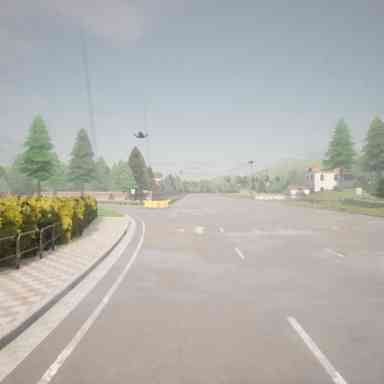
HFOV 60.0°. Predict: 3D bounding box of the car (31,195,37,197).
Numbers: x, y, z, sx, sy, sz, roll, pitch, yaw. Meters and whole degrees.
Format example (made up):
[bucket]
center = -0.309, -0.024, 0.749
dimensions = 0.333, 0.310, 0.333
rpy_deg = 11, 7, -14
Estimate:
[car]
center = -35.556, 1.408, 75.714
dimensions = 4.902, 1.511, 2.128
rpy_deg = 0, 0, 40
